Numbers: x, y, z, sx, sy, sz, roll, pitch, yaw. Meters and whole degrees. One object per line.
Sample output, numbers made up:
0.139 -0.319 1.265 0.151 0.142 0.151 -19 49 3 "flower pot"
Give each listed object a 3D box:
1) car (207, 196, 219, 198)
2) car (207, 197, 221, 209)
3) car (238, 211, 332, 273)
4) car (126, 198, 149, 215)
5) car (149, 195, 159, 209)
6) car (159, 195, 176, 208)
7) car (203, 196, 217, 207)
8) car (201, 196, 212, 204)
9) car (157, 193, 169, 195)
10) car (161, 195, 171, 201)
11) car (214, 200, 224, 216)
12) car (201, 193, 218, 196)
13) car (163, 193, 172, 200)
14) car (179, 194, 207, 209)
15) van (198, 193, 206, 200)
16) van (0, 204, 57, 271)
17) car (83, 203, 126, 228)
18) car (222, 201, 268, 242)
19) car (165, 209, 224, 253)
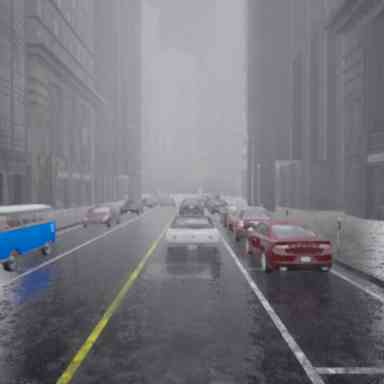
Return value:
2.683 1.466 38.590 1.947 1.339 4.313 -1 0 0 "car"
2.707 1.483 32.967 1.947 1.339 4.313 -1 0 0 "car"
2.804 1.522 10.468 1.887 1.381 4.507 -1 0 0 "car"
-5.818 1.482 32.927 1.947 1.339 4.313 -1 0 0 "car"
-5.866 1.448 44.176 1.947 1.339 4.313 -1 0 0 "car"
-3.283 1.441 45.941 1.994 1.385 4.181 0 0 0 "car"
2.635 1.411 49.839 1.887 1.381 4.507 -1 0 0 "car"
2.587 1.411 61.088 1.802 1.307 4.206 -1 0 0 "car"
-5.941 1.143 61.049 2.192 1.841 5.009 -1 0 0 "car"
-6.011 1.336 77.924 1.947 1.339 4.313 0 0 0 "car"
2.756 1.494 21.717 1.887 1.381 4.507 -1 0 0 "car"
2.656 1.198 44.214 2.192 1.841 5.009 -1 0 0 "car"
-6.036 1.190 83.547 1.967 1.590 4.097 0 0 0 "car"
-0.046 1.278 29.781 2.097 1.767 4.553 0 0 0 "car"
2.488 1.093 83.584 1.690 1.788 3.998 -1 0 0 "van"
-5.724 1.317 10.427 1.690 1.788 3.998 -1 0 0 "van"
-5.769 1.530 21.677 1.802 1.307 4.206 -1 0 0 "car"
2.778 1.404 16.093 1.967 1.590 4.097 -1 0 0 "car"
0.023 1.571 13.445 1.895 1.301 4.718 0 0 0 "car"
